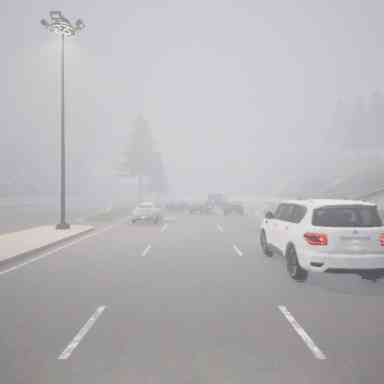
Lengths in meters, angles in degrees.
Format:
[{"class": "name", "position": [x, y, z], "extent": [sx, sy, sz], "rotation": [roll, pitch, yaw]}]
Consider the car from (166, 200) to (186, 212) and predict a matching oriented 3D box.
[{"class": "car", "position": [-1.548, 1.601, 39.500], "extent": [1.895, 1.301, 4.718], "rotation": [0, 0, 14]}]

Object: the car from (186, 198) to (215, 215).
[{"class": "car", "position": [0.955, 1.601, 34.438], "extent": [1.895, 1.301, 4.718], "rotation": [0, 0, 9]}]

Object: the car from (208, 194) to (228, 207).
[{"class": "car", "position": [3.434, 1.221, 44.494], "extent": [2.150, 2.045, 5.566], "rotation": [0, 0, 16]}]

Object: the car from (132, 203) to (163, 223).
[{"class": "car", "position": [-3.324, 1.526, 25.257], "extent": [1.812, 1.442, 4.674], "rotation": [0, -1, 1]}]

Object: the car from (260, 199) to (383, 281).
[{"class": "car", "position": [3.603, 1.222, 10.002], "extent": [2.150, 2.045, 5.566], "rotation": [0, 0, 0]}]

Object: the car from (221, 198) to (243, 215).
[{"class": "car", "position": [4.276, 1.600, 33.945], "extent": [1.895, 1.301, 4.718], "rotation": [0, 0, 8]}]
